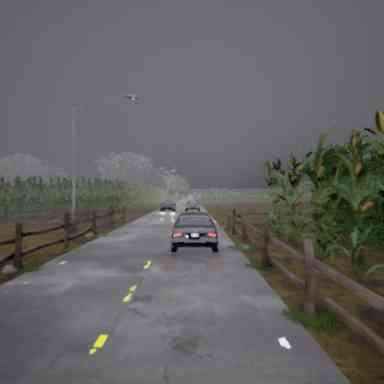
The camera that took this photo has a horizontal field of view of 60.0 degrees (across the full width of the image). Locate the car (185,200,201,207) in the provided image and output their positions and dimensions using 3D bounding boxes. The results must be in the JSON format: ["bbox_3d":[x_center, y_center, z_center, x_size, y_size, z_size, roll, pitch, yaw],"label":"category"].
[{"bbox_3d":[0.082,1.680,40.999,2.033,1.411,5.357,0,0,0],"label":"car"}]

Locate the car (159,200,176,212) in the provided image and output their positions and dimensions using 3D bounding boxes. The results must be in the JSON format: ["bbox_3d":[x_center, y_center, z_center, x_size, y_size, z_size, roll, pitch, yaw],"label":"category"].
[{"bbox_3d":[-2.860,1.677,40.424,2.033,1.411,5.357,0,0,0],"label":"car"}]

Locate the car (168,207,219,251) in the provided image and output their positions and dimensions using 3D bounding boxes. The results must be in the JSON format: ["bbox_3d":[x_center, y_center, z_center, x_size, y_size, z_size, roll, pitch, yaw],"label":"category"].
[{"bbox_3d":[0.097,1.569,14.168,2.033,1.411,5.357,0,0,0],"label":"car"}]
